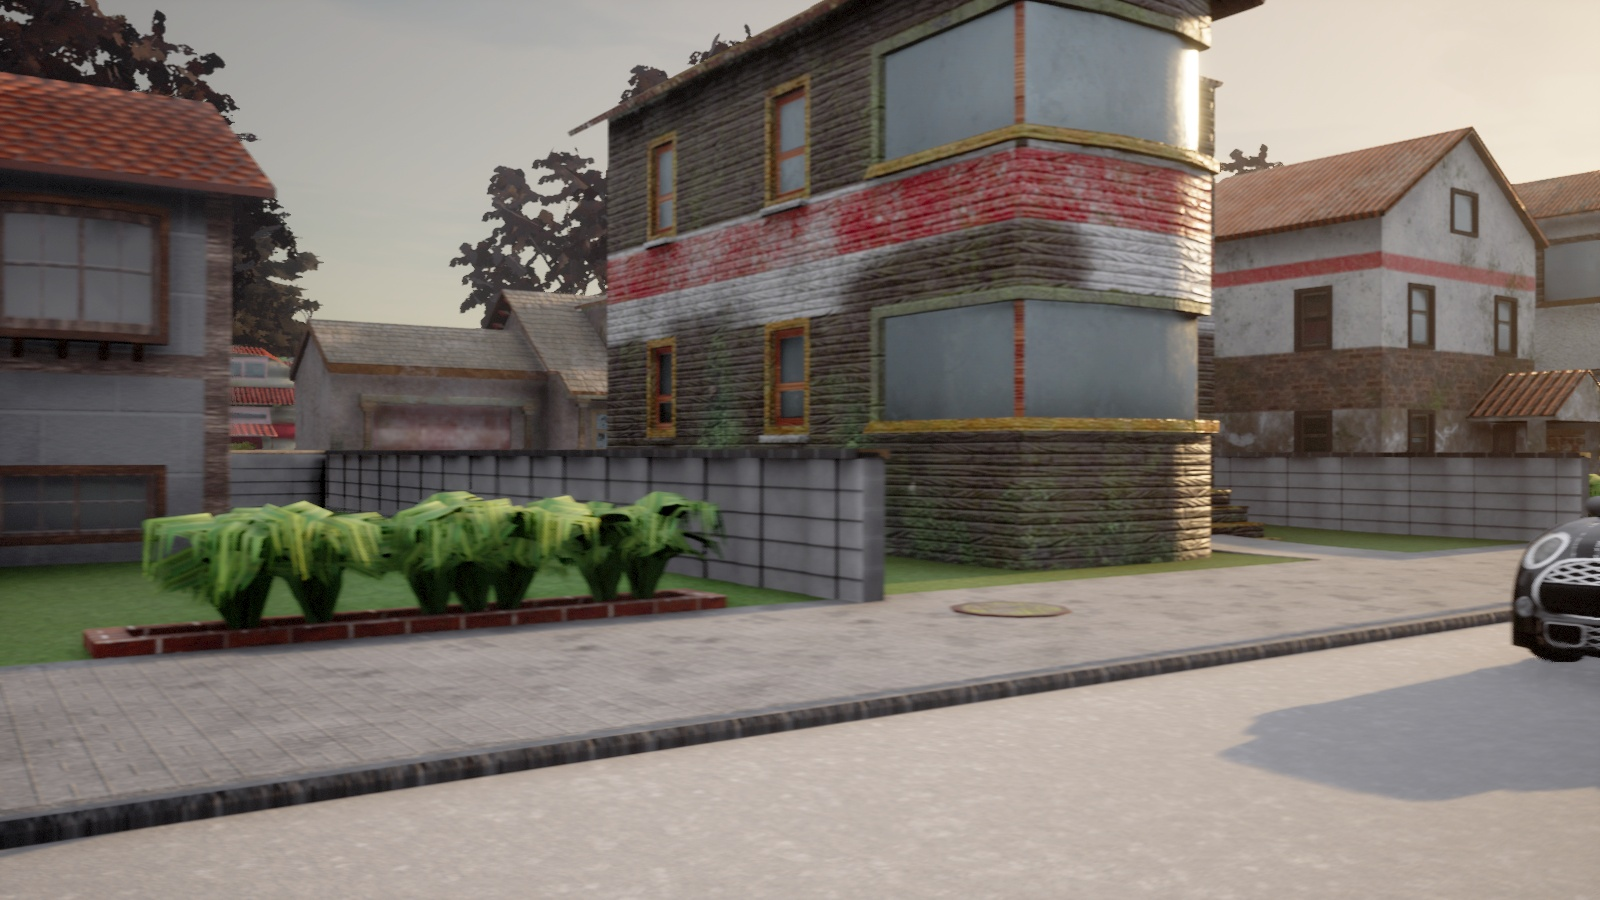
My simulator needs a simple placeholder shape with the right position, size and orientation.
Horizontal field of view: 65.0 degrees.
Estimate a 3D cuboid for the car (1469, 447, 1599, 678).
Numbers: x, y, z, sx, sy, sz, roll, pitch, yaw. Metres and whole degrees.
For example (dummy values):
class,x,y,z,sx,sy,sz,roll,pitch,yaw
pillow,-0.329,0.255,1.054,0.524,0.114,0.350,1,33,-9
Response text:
class,x,y,z,sx,sy,sz,roll,pitch,yaw
car,6.756,0.718,8.971,3.806,1.475,1.970,0,0,-35
